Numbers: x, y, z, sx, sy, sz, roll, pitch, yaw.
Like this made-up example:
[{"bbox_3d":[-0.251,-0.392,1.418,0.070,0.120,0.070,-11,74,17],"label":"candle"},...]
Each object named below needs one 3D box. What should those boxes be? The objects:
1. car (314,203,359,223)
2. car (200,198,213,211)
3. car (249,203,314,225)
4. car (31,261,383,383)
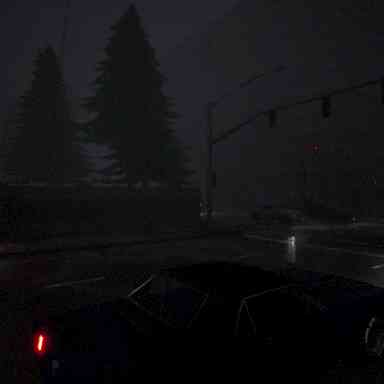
[{"bbox_3d":[10.004,1.591,26.123,2.033,1.411,5.357,0,0,-42],"label":"car"},{"bbox_3d":[0.404,1.407,38.923,2.097,1.767,4.553,0,0,-35],"label":"car"},{"bbox_3d":[6.229,1.577,24.546,1.812,1.442,4.674,0,0,-35],"label":"car"},{"bbox_3d":[0.670,1.601,4.260,4.718,1.301,1.895,0,0,-35],"label":"car"}]
